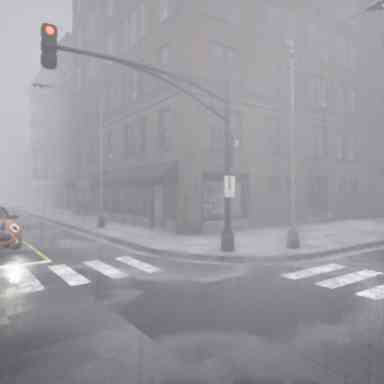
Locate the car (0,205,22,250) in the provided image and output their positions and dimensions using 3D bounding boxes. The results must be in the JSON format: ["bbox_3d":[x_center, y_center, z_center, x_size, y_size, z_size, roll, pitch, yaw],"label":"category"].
[{"bbox_3d":[-8.252,1.318,13.324,2.097,1.767,4.553,0,0,-35],"label":"car"}]
